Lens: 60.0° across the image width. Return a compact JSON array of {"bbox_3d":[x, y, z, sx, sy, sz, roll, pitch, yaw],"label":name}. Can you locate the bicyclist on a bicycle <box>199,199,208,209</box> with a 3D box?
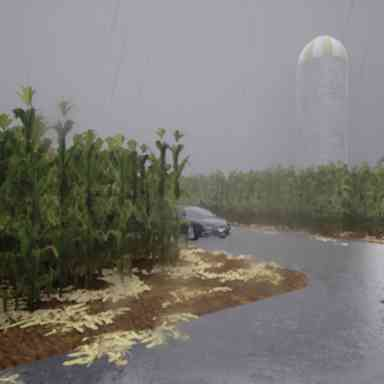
[{"bbox_3d":[0.830,1.417,26.454,1.656,1.620,0.582,1,0,-35],"label":"bicyclist on a bicycle"}]

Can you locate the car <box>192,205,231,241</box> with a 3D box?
[{"bbox_3d":[-0.082,1.428,16.394,1.837,1.490,4.892,1,0,-34],"label":"car"}]
